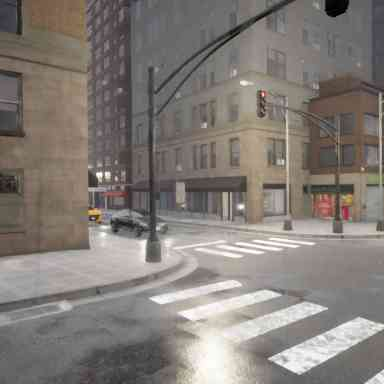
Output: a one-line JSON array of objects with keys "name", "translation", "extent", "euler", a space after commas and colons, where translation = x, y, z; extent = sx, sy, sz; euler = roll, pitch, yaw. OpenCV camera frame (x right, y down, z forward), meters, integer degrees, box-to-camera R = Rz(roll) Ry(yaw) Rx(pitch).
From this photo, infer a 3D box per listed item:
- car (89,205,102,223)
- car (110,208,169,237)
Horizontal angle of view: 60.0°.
[{"name": "car", "translation": [-8.939, 1.732, 26.976], "extent": [1.882, 1.535, 5.008], "euler": [-1, 0, -37]}, {"name": "car", "translation": [-3.224, 1.695, 19.473], "extent": [1.812, 1.442, 4.674], "euler": [-1, 0, -38]}]
